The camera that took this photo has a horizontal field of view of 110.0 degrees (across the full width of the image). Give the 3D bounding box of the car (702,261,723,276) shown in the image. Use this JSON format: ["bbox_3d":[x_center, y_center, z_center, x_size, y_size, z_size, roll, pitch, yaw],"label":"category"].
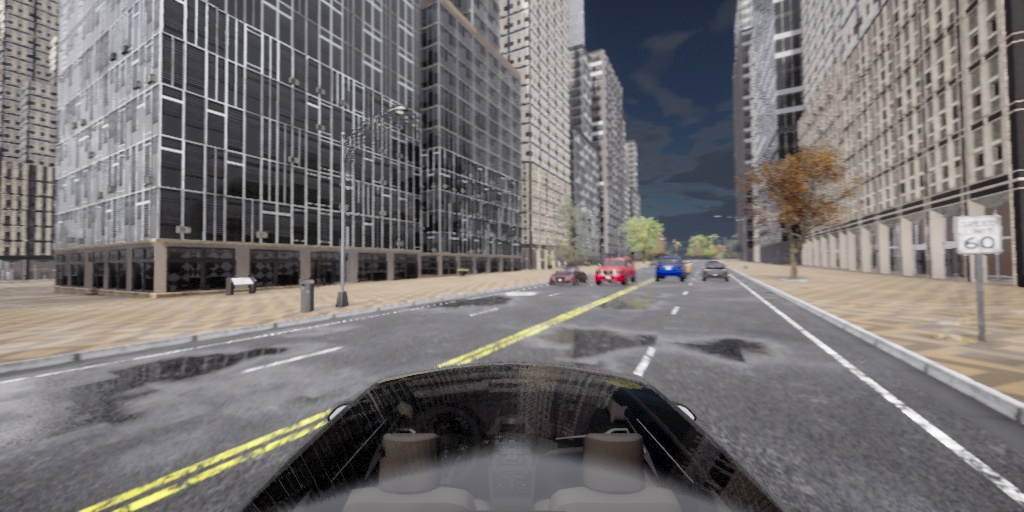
[{"bbox_3d":[22.366,1.315,40.025,1.837,1.490,4.892,-1,0,29],"label":"car"}]

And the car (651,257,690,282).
[{"bbox_3d":[13.687,1.074,30.794,2.150,2.045,5.566,-1,-1,29],"label":"car"}]

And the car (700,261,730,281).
[{"bbox_3d":[16.800,1.276,29.700,2.128,1.511,4.902,-1,-1,29],"label":"car"}]

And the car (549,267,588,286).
[{"bbox_3d":[4.381,1.536,27.513,1.994,1.385,4.181,-1,-1,29],"label":"car"}]

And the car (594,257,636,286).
[{"bbox_3d":[7.995,1.129,27.373,2.150,2.045,5.566,-1,-1,29],"label":"car"}]
